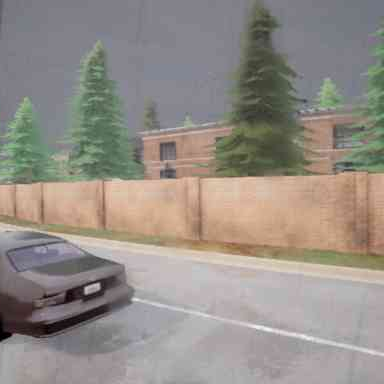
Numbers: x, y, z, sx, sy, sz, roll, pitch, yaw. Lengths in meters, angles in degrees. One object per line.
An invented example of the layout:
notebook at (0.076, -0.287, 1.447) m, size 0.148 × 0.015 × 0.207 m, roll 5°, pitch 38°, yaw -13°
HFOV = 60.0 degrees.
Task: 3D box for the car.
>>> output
car at (-3.546, 1.480, 6.333) m, size 5.357 × 1.411 × 2.033 m, roll 0°, pitch 1°, yaw 34°
